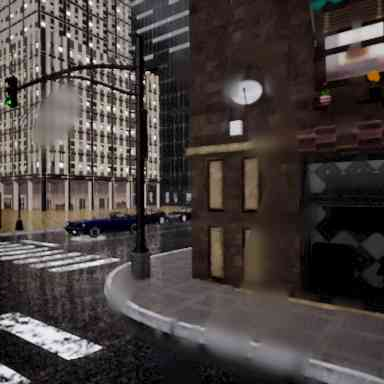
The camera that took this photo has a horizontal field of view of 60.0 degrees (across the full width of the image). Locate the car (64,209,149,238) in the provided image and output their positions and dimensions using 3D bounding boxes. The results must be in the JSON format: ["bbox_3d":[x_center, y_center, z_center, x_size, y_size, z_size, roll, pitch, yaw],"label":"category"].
[{"bbox_3d":[-5.014,1.874,19.641,1.895,1.301,4.718,-1,-1,36],"label":"car"}]

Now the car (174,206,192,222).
[{"bbox_3d":[-0.576,2.020,30.644,2.008,1.369,4.403,-2,-2,35],"label":"car"}]

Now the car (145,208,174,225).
[{"bbox_3d":[-3.775,1.939,26.085,2.008,1.369,4.403,-2,-2,35],"label":"car"}]
